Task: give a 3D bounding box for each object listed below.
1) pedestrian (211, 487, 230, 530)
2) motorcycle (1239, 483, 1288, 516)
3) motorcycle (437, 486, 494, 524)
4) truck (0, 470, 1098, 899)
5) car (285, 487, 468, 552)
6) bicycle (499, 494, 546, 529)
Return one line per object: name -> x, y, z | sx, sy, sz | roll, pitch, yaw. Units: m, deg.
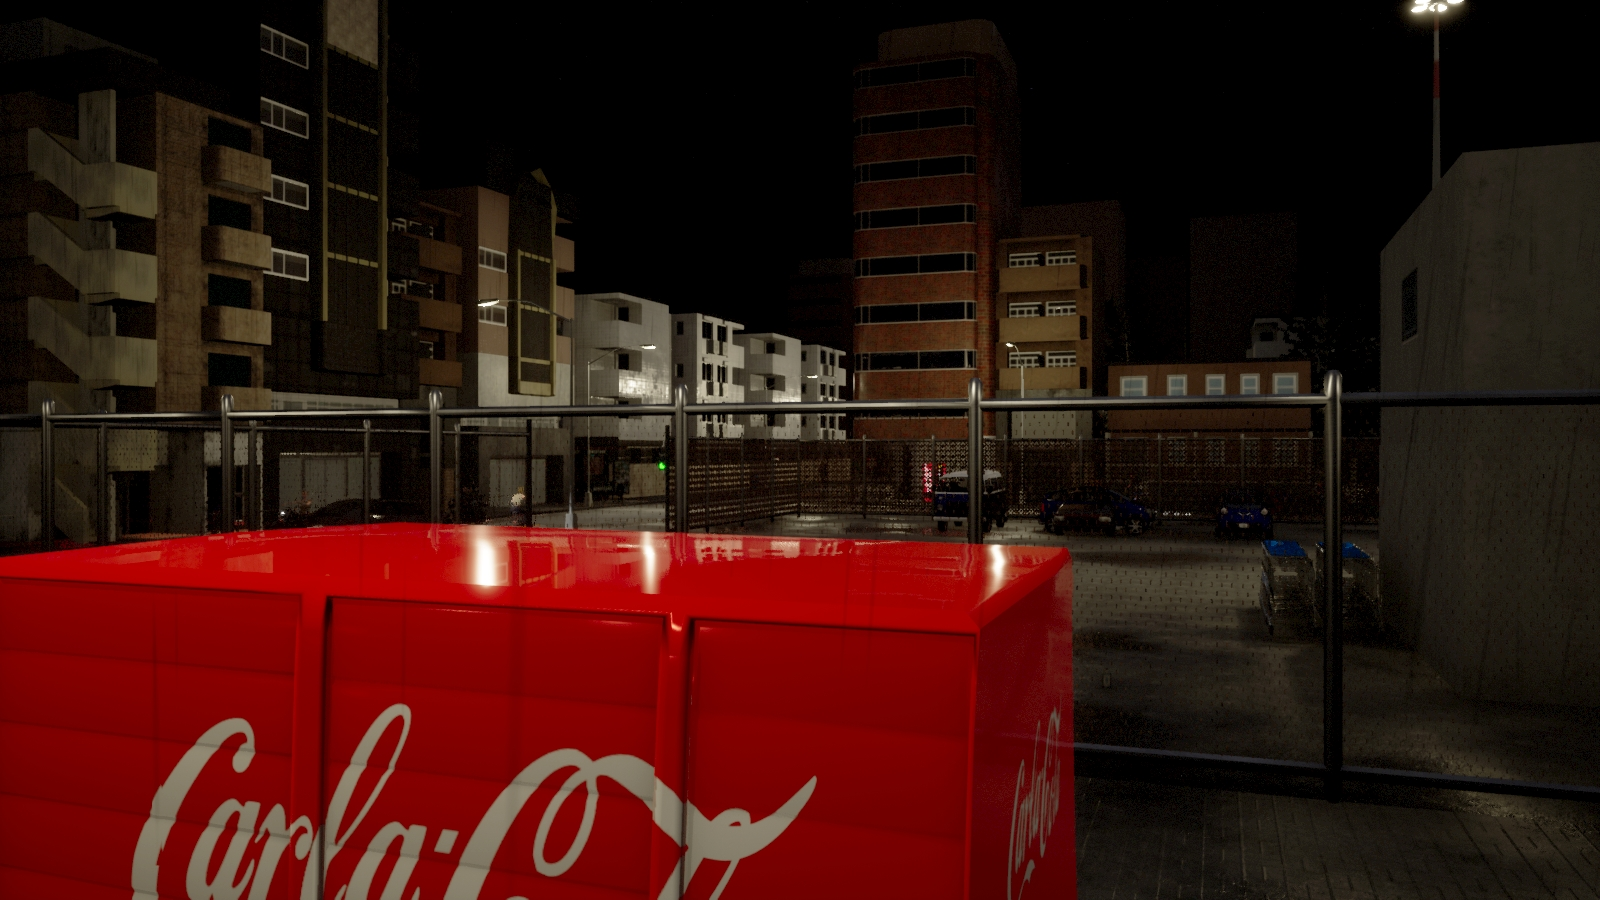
pedestrian -> -17.977, 1.815, 35.450 | 0.375, 1.300, 0.375 | 0, 0, 32
motorcycle -> 18.400, 1.962, 45.402 | 1.805, 1.236, 0.856 | 0, 0, 20
motorcycle -> -12.200, 1.995, 41.724 | 0.867, 1.251, 2.209 | 0, 0, 20
truck -> -1.648, 1.349, 4.450 | 5.204, 2.467, 2.627 | 0, 0, 20
car -> -11.633, 1.851, 31.802 | 2.163, 1.488, 4.792 | 0, 0, 20
bicycle -> -9.250, 2.045, 38.129 | 0.859, 1.080, 1.487 | 0, -1, 20
